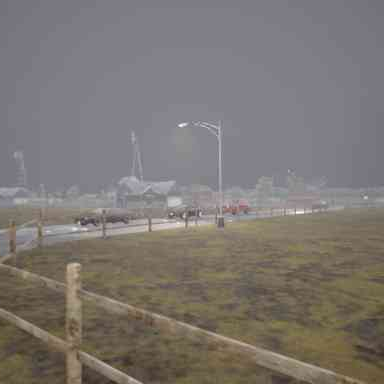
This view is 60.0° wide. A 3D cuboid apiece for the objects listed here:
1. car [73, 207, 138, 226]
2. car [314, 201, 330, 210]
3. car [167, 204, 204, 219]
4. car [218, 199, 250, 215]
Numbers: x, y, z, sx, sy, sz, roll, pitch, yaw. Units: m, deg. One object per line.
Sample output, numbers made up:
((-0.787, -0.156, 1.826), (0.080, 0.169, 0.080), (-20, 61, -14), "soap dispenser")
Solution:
((-6.658, 1.884, 26.314), (2.033, 1.411, 5.357), (-2, -2, 36), "car")
((25.107, 2.475, 64.329), (2.097, 1.767, 4.553), (-2, -2, 34), "car")
((-0.637, 2.013, 34.729), (1.837, 1.490, 4.892), (-2, -2, 36), "car")
((5.556, 1.912, 43.390), (2.150, 2.045, 5.566), (-2, -2, 36), "car")
